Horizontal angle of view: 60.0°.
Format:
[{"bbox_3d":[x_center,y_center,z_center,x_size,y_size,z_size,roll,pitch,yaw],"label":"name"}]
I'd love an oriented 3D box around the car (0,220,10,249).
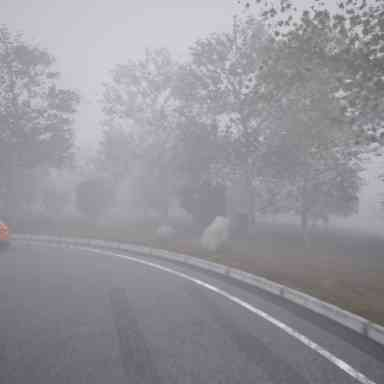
[{"bbox_3d":[-9.652,1.493,13.519,4.553,1.767,2.097,-1,1,27],"label":"car"}]
